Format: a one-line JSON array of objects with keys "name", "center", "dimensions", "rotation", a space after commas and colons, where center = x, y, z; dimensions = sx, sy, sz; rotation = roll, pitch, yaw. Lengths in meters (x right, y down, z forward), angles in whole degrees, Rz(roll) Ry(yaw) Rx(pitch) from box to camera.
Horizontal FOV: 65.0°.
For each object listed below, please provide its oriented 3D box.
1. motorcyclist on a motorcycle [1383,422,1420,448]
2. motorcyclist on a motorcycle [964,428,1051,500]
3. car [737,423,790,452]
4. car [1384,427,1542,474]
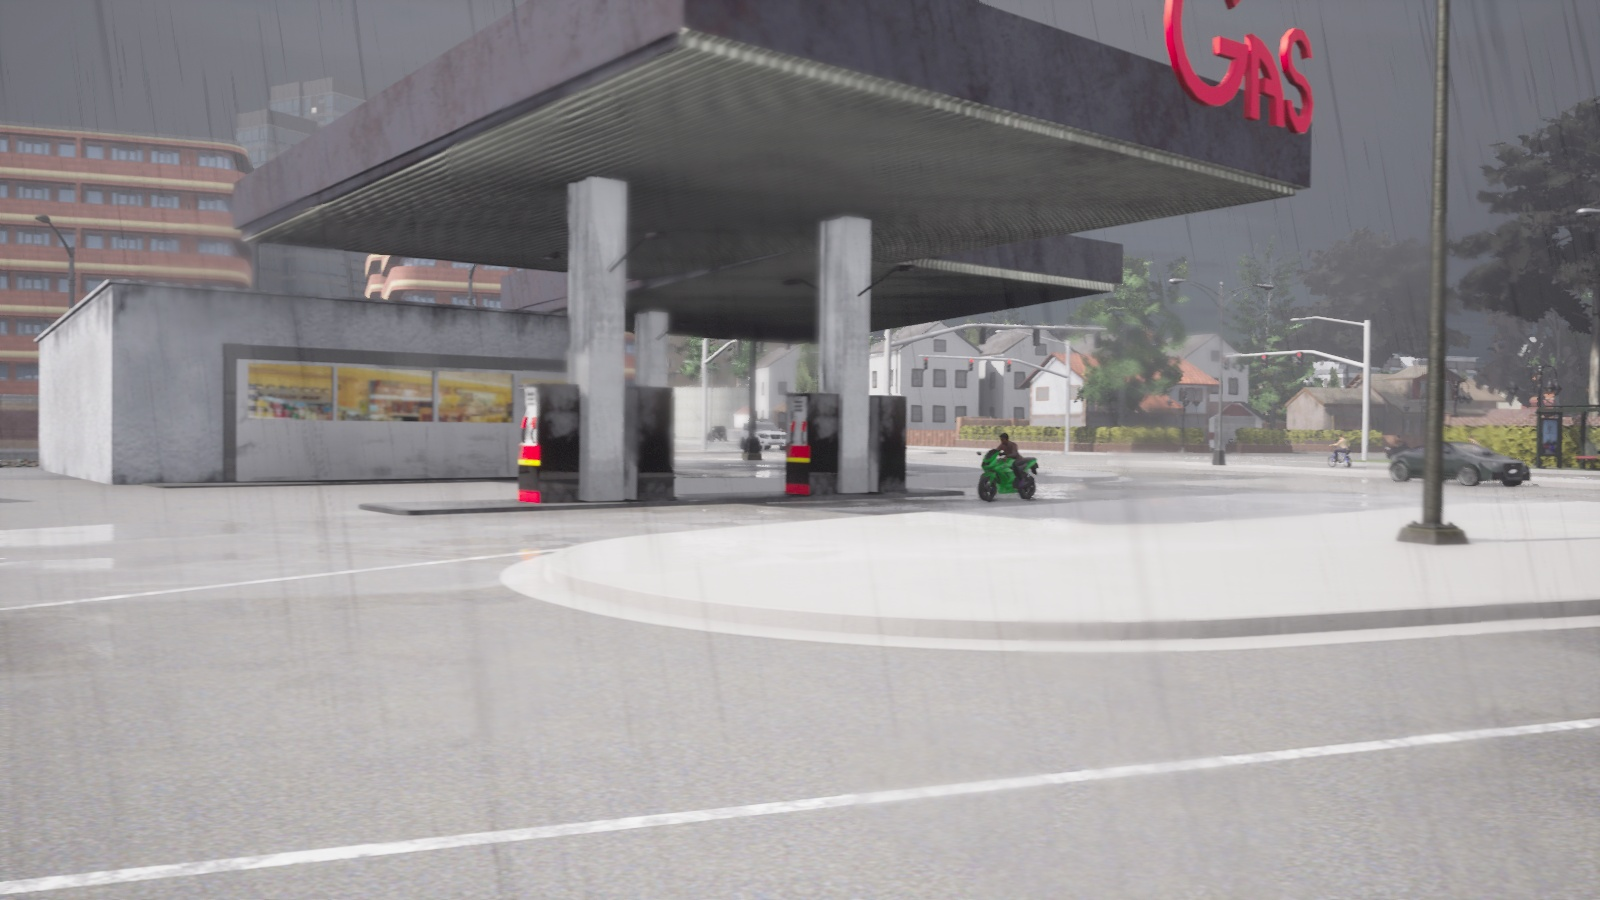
[{"name": "motorcyclist on a motorcycle", "center": [39.154, -1.003, 81.689], "dimensions": [2.350, 1.649, 0.766], "rotation": [-1, 1, -22]}, {"name": "motorcyclist on a motorcycle", "center": [4.618, 0.277, 27.880], "dimensions": [2.044, 1.523, 0.797], "rotation": [-1, 2, -42]}, {"name": "car", "center": [-2.710, -0.946, 91.842], "dimensions": [2.150, 2.045, 5.566], "rotation": [-1, 1, -21]}, {"name": "car", "center": [21.104, -0.019, 40.163], "dimensions": [1.994, 1.385, 4.181], "rotation": [-1, 1, -21]}]
